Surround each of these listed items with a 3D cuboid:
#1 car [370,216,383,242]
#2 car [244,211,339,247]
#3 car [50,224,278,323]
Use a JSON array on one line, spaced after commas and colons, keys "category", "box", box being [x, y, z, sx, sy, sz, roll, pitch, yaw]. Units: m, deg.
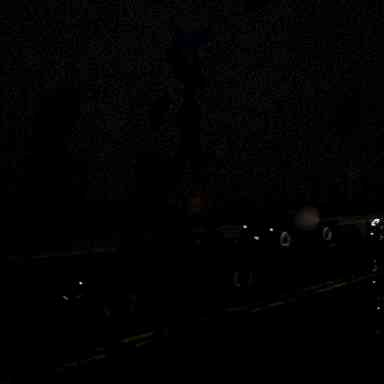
[{"category": "car", "box": [9.818, 1.275, 14.653, 4.553, 1.767, 2.097, 0, 0, -35]}, {"category": "car", "box": [4.422, 1.545, 14.816, 4.718, 1.301, 1.895, 0, 0, -35]}, {"category": "car", "box": [-0.490, 1.584, 7.304, 4.718, 1.301, 1.895, 0, 0, -35]}]
